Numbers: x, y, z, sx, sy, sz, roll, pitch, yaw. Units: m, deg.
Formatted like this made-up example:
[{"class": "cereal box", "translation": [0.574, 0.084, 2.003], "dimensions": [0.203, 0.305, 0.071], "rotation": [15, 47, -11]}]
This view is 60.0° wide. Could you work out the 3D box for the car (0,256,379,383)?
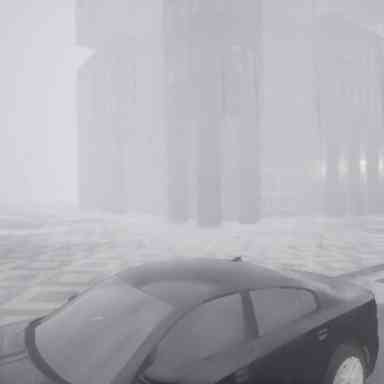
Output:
[{"class": "car", "translation": [-0.176, 1.477, 3.202], "dimensions": [5.008, 1.535, 1.882], "rotation": [0, 0, -35]}]
